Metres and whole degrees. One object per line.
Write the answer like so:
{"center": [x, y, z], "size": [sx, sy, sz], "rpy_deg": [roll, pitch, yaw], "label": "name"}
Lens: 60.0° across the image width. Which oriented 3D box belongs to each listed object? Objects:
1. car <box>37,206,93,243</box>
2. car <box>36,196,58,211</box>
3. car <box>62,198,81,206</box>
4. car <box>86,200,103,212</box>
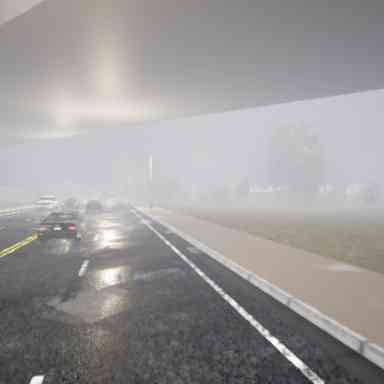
{"center": [-6.448, 1.664, 16.977], "size": [2.033, 1.411, 5.357], "rpy_deg": [-1, 0, -13], "label": "car"}
{"center": [-20.212, 1.581, 46.535], "size": [2.150, 2.045, 5.566], "rpy_deg": [-1, 0, -13], "label": "car"}
{"center": [-16.962, 1.668, 46.899], "size": [2.097, 1.767, 4.553], "rpy_deg": [-1, 0, -13], "label": "car"}
{"center": [-12.647, 1.730, 43.261], "size": [1.882, 1.535, 5.008], "rpy_deg": [-1, 0, -13], "label": "car"}
